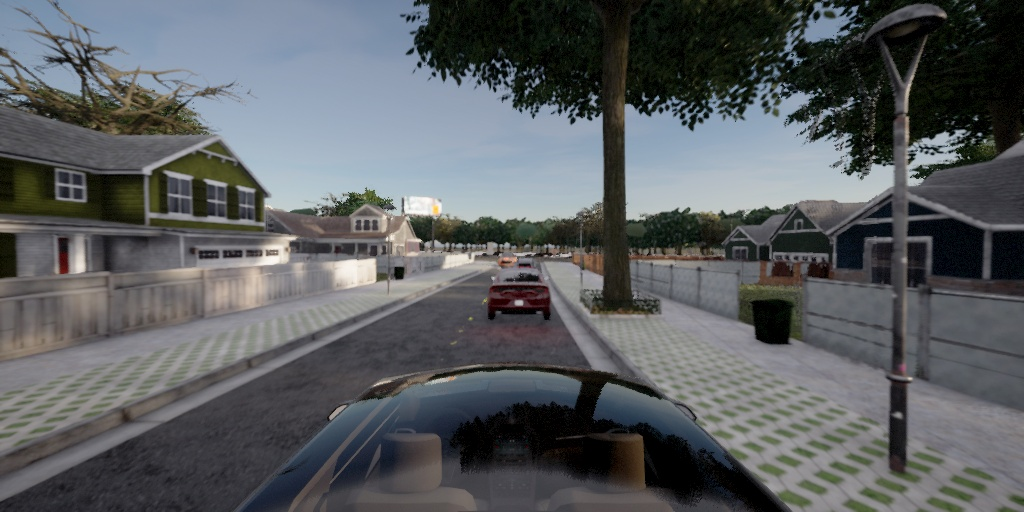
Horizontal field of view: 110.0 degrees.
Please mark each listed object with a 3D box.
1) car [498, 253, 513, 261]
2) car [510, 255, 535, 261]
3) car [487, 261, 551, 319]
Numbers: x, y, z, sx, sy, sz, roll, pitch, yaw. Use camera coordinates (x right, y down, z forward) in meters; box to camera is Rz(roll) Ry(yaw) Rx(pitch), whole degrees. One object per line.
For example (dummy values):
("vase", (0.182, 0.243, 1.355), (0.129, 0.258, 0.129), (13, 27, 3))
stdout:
("car", (-0.586, 0.427, 45.580), (2.097, 1.767, 4.553), (0, 1, 4))
("car", (1.126, 0.899, 28.827), (1.837, 1.490, 4.892), (0, 1, 4))
("car", (0.269, 1.116, 12.350), (1.882, 1.535, 5.008), (0, 0, 2))
